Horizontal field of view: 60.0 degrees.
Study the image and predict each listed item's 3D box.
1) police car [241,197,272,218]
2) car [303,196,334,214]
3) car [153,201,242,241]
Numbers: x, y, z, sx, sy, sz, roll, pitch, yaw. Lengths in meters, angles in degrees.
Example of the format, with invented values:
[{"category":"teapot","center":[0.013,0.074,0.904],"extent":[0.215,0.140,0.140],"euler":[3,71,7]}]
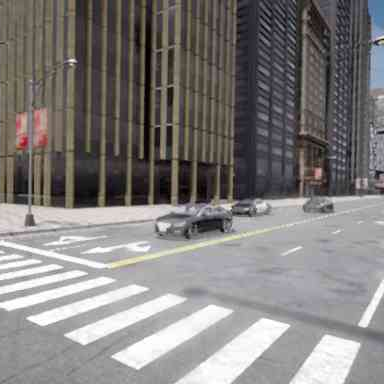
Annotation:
[{"category":"police car","center":[4.888,1.264,27.926],"extent":[2.038,1.542,4.974],"euler":[2,1,36]},{"category":"car","center":[12.784,1.192,33.510],"extent":[2.097,1.767,4.553],"euler":[2,1,36]},{"category":"car","center":[0.192,1.308,15.958],"extent":[2.128,1.511,4.902],"euler":[2,1,36]}]
